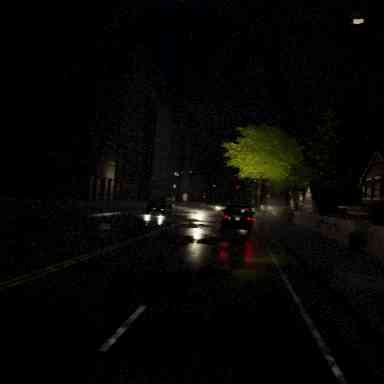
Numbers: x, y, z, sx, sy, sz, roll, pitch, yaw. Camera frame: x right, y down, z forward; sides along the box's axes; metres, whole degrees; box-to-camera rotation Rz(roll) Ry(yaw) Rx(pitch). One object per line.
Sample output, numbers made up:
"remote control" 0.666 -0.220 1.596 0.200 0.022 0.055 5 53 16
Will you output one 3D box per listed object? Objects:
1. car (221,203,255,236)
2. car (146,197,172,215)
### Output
"car" 3.294 1.876 23.770 2.150 2.045 5.566 4 -1 9
"car" -3.933 1.644 41.255 2.150 2.045 5.566 4 -1 9
